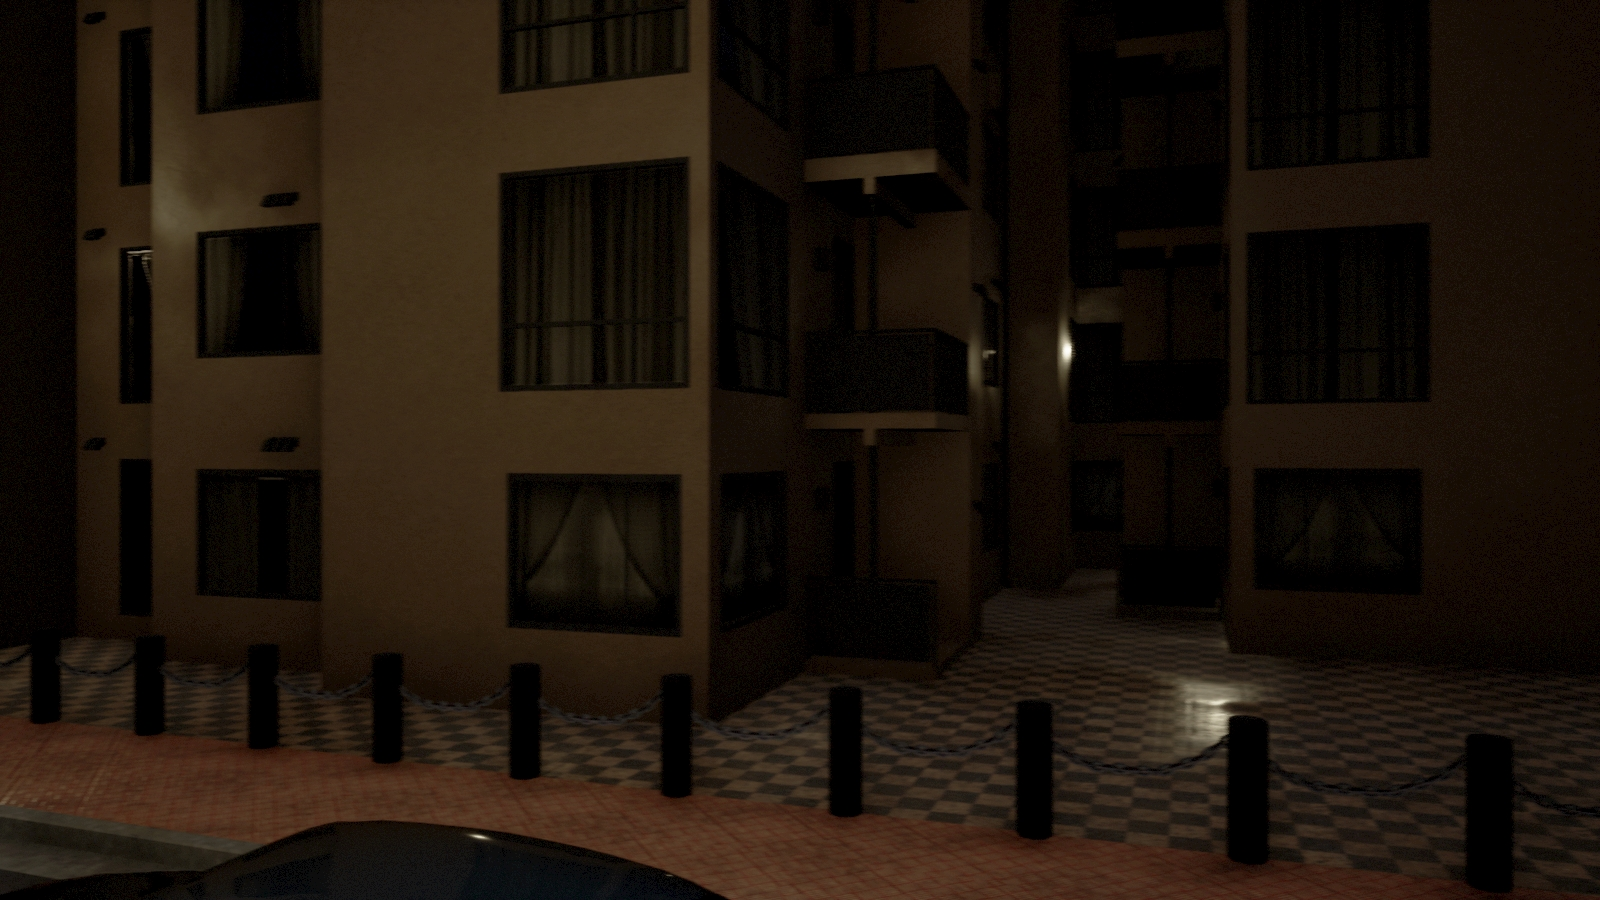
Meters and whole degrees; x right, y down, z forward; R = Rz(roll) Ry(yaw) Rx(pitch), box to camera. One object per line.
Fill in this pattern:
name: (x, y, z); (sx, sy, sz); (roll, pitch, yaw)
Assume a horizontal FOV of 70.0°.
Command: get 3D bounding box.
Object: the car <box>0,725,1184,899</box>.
car: (-1.559, 2.086, 3.856); (5.357, 1.411, 2.033); (0, 0, 20)
